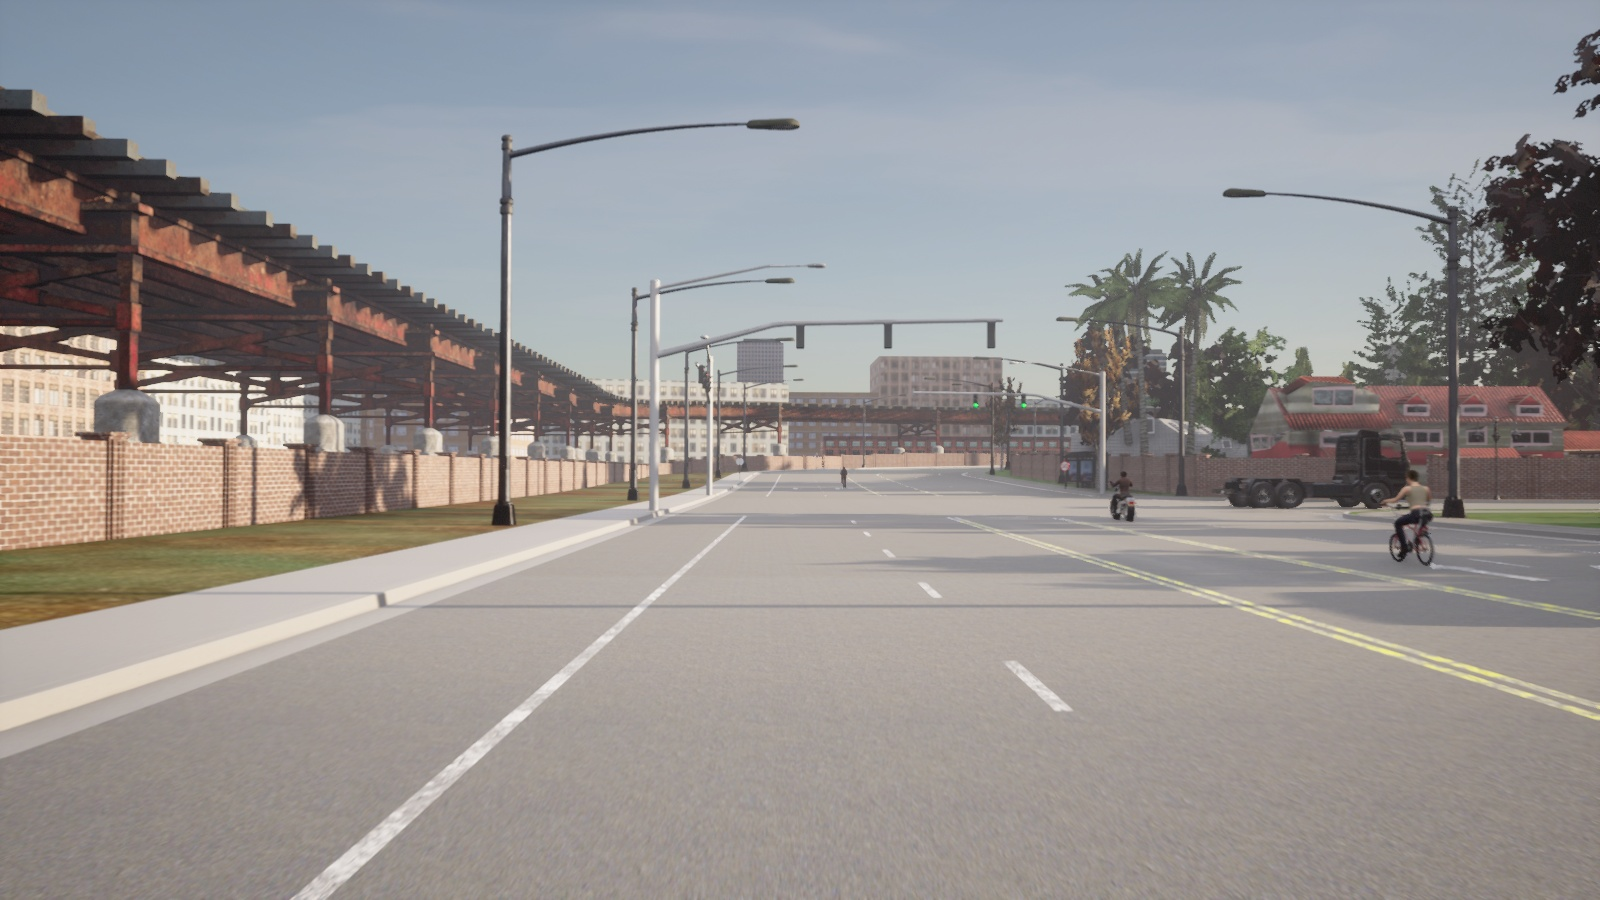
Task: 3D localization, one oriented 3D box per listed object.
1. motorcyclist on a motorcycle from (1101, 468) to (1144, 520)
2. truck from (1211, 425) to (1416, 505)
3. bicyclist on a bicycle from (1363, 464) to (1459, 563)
[{"bbox_3d":[10.396,1.403,40.565,0.766,1.649,2.350,0,-1,0],"label":"motorcyclist on a motorcycle"},{"bbox_3d":[22.616,0.673,55.565,7.936,3.462,2.891,0,-1,-3],"label":"truck"},{"bbox_3d":[10.446,1.067,21.535,0.866,1.612,1.509,-1,-1,0],"label":"bicyclist on a bicycle"}]
